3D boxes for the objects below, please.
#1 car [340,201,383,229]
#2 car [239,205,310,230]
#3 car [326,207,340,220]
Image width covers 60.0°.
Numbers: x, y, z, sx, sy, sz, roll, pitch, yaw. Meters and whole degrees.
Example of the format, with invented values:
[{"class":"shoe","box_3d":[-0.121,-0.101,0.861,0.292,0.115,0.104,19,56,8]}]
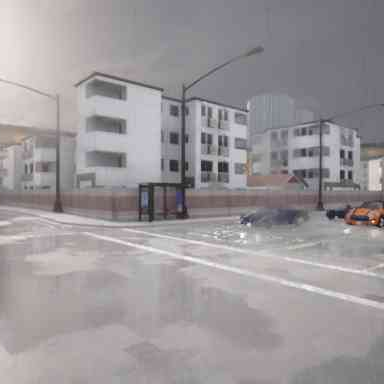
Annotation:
[{"class":"car","box_3d":[12.210,1.377,22.205,4.553,1.767,2.097,0,0,-38]},{"class":"car","box_3d":[5.434,1.554,21.349,5.357,1.411,2.033,0,0,-39]},{"class":"car","box_3d":[12.993,1.633,27.248,4.718,1.301,1.895,0,0,-37]}]
